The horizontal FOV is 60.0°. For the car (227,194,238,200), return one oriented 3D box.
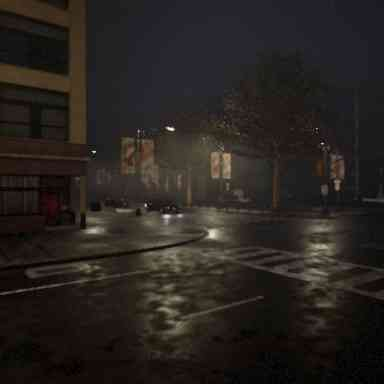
[{"bbox_3d":[8.665,1.202,77.031,2.161,1.482,4.786,0,0,-36],"label":"car"}]

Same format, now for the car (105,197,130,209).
[{"bbox_3d":[-9.895,1.421,43.873,2.128,1.511,4.902,0,0,-35],"label":"car"}]

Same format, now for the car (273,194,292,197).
[{"bbox_3d":[19.115,1.092,69.511,2.002,1.452,4.674,0,0,-36],"label":"car"}]

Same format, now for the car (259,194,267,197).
[{"bbox_3d":[18.339,1.204,83.447,1.895,1.301,4.718,0,0,-36],"label":"car"}]

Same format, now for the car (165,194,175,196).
[{"bbox_3d":[-4.529,1.219,62.266,2.097,1.767,4.553,0,0,-36],"label":"car"}]

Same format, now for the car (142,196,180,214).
[{"bbox_3d":[-3.109,1.434,34.307,1.837,1.490,4.892,0,0,-35],"label":"car"}]
